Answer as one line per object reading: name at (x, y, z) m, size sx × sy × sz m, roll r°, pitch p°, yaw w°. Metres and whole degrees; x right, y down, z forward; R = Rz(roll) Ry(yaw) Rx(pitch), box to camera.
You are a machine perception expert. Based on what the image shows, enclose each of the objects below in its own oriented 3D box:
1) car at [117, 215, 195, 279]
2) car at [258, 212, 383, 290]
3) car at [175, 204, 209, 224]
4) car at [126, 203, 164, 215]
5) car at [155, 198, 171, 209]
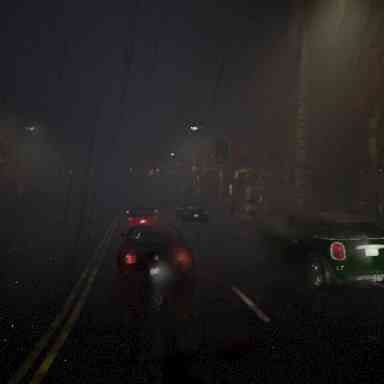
car at (-1.207, 1.611, 10.110) m, size 1.895 × 1.301 × 4.718 m, roll 0°, pitch 0°, yaw -10°
car at (3.540, 1.337, 9.339) m, size 2.097 × 1.767 × 4.553 m, roll 0°, pitch 0°, yaw -11°
car at (-0.068, 1.575, 24.650) m, size 1.994 × 1.385 × 4.181 m, roll 0°, pitch 0°, yaw -11°
car at (-3.000, 1.589, 20.059) m, size 1.994 × 1.385 × 4.181 m, roll 0°, pitch 0°, yaw -10°
car at (-3.960, 1.532, 44.504) m, size 2.128 × 1.511 × 4.902 m, roll 0°, pitch 0°, yaw -10°
